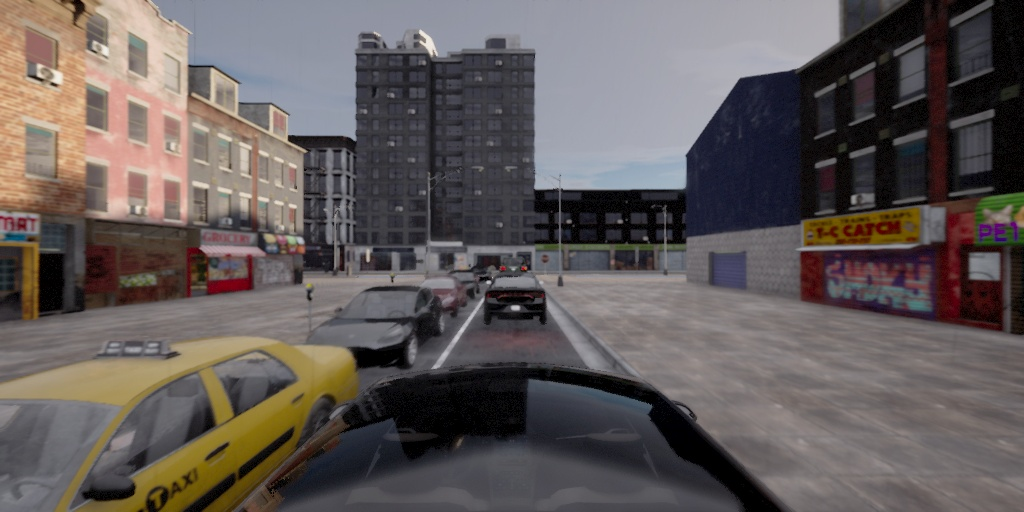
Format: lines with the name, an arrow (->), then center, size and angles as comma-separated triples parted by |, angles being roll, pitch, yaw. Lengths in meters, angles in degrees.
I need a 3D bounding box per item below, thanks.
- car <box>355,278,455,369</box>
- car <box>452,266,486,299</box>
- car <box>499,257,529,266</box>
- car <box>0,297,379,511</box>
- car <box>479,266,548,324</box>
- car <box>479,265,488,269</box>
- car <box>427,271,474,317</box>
car -> -2.635, 1.347, 7.883 | 1.948, 1.339, 4.313 | 0, 0, 0
car -> -2.630, 1.402, 18.787 | 1.948, 1.339, 4.313 | 0, 0, 0
car -> 0.122, 1.102, 28.286 | 2.150, 2.045, 5.566 | 0, -1, 0
car -> -2.637, 1.279, 2.260 | 1.751, 1.417, 4.829 | 0, 0, 0
car -> 0.104, 1.281, 12.319 | 1.882, 1.535, 5.008 | 0, 0, 0
car -> -2.625, 1.457, 29.691 | 1.948, 1.339, 4.313 | 0, 0, 0
car -> -2.632, 1.391, 13.335 | 1.802, 1.307, 4.207 | 0, 0, 0
